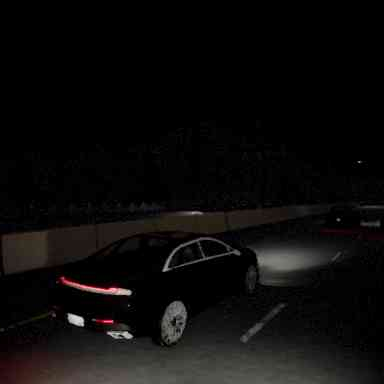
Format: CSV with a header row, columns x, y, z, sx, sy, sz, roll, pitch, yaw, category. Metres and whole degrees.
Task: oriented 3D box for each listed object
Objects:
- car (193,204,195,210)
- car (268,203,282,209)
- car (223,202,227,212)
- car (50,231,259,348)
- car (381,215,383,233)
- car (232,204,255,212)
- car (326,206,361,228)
x,y,z,sx,sy,sz,roll,pitch,yaw,category
1.352,2.130,48.321,1.812,1.442,4.674,0,-1,33,car
11.438,2.167,44.564,2.033,1.411,5.357,0,-1,33,car
4.561,2.097,46.835,2.128,1.511,4.902,0,-1,33,car
-0.263,1.521,6.522,2.128,1.511,4.902,0,0,33,car
12.939,1.839,20.697,1.895,1.301,4.718,0,-1,33,car
7.053,2.058,44.250,1.882,1.535,5.008,0,-1,33,car
11.245,1.764,24.551,1.882,1.535,5.008,0,-1,33,car
